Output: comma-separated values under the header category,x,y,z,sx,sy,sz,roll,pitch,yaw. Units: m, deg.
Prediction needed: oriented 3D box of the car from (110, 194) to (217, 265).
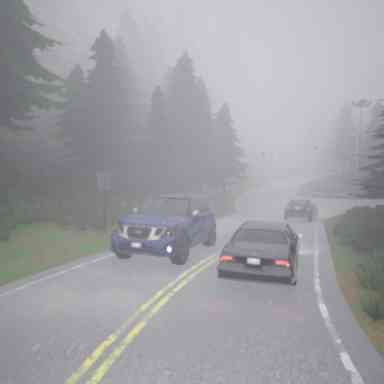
category,x,y,z,sx,sy,sz,roll,pitch,yaw
car,-0.668,1.113,11.882,2.150,2.045,5.566,2,1,19

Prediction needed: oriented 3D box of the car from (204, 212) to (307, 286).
category,x,y,z,sx,sy,sz,roll,pitch,yaw
car,2.110,1.536,9.565,2.033,1.411,5.357,2,1,18

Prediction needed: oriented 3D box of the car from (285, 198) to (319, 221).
category,x,y,z,sx,sy,sz,roll,pitch,yaw
car,8.953,1.303,27.037,2.097,1.767,4.553,2,1,27
